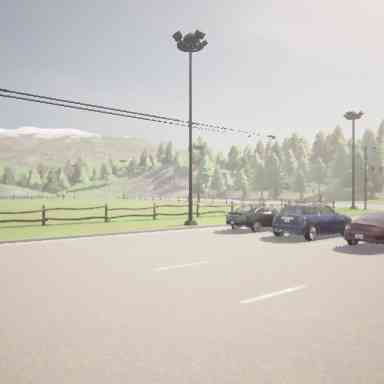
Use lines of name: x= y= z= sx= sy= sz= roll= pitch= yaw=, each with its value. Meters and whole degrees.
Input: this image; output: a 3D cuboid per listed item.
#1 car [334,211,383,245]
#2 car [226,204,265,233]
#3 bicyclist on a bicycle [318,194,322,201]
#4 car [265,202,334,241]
car: x=8.269 y=1.532 z=14.066 sx=4.674 sy=1.442 sz=1.812 roll=0 pitch=0 yaw=-35
car: x=4.204 y=1.494 z=19.765 sx=4.902 sy=1.511 sz=2.128 roll=0 pitch=0 yaw=-35
bicyclist on a bicycle: x=27.981 y=1.300 z=72.627 sx=1.656 sy=1.620 sz=0.582 roll=0 pitch=0 yaw=-35
car: x=6.212 y=1.365 z=16.898 sx=4.553 sy=1.767 sz=2.097 roll=0 pitch=0 yaw=-35
